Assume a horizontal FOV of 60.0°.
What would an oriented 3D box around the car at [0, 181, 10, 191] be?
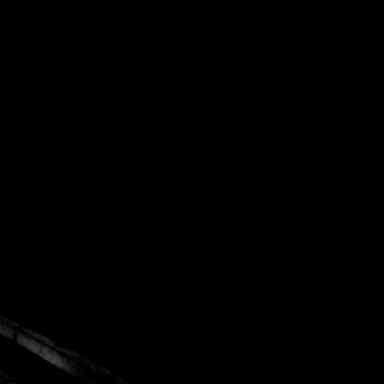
[{"bbox_3d":[-33.106,-1.146,55.958,2.150,2.045,5.566,1,2,5],"label":"car"}]
